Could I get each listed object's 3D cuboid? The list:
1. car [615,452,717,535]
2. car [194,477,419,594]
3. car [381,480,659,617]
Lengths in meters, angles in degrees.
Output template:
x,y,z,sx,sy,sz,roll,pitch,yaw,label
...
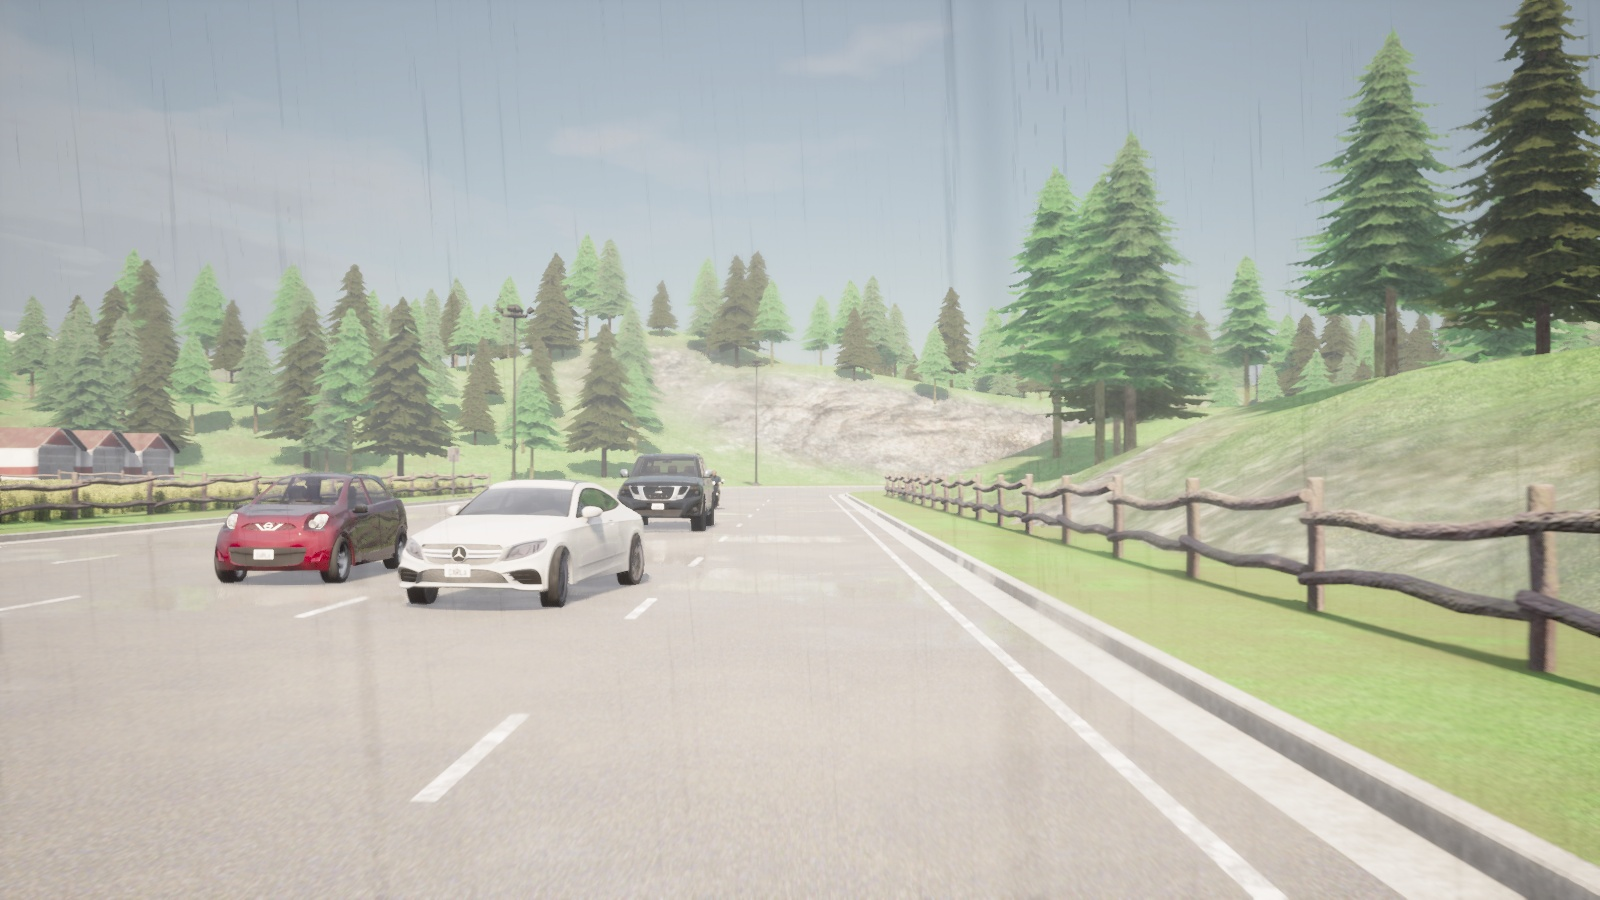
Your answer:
x,y,z,sx,sy,sz,roll,pitch,yaw,label
-3.496,1.112,33.718,2.150,2.045,5.566,0,-1,0,car
-7.025,1.163,18.295,1.845,1.501,3.633,0,-1,0,car
-3.319,1.121,15.942,1.812,1.442,4.674,-1,-1,10,car
